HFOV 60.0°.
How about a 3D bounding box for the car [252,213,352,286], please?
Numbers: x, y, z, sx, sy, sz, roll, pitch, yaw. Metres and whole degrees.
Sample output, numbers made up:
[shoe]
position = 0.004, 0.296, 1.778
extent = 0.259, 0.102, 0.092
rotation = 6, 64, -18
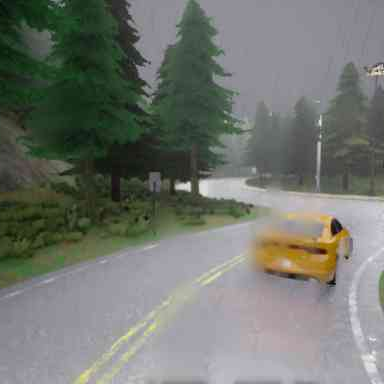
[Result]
[car]
position = 3.281, 1.327, 9.359
extent = 1.882, 1.535, 5.008
rotation = 2, 3, 30
